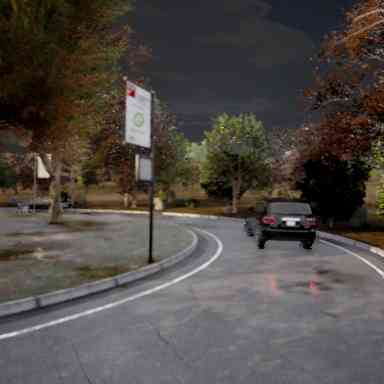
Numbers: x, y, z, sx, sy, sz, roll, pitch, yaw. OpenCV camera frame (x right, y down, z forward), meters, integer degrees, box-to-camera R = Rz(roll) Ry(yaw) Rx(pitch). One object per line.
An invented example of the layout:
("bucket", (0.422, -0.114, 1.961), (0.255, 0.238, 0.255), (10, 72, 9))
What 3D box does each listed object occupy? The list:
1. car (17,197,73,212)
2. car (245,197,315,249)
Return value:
("car", (-13.851, 1.174, 31.409), (4.902, 1.511, 2.128), (2, 0, -1))
("car", (3.834, 1.265, 15.095), (2.150, 2.045, 5.566), (2, 0, 3))
